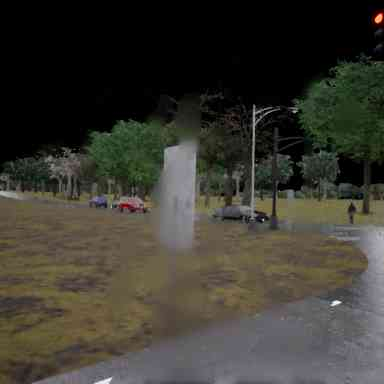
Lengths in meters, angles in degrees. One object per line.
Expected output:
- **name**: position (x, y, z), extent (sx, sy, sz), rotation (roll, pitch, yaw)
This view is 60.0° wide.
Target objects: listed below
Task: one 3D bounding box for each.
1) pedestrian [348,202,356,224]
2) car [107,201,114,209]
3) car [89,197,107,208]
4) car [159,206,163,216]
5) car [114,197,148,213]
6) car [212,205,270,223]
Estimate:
- **pedestrian**: position (13.340, 1.718, 27.808), extent (0.375, 1.860, 0.375), rotation (2, -1, -36)
- **car**: position (-12.294, 2.188, 56.734), extent (1.837, 1.490, 4.892), rotation (3, -2, -36)
- **car**: position (-18.384, 1.964, 65.213), extent (2.150, 2.045, 5.566), rotation (3, -2, -36)
- **car**: position (-1.863, 1.928, 35.889), extent (1.994, 1.385, 4.181), rotation (3, -2, -37)
- **car**: position (-7.953, 1.680, 44.416), extent (2.150, 2.045, 5.566), rotation (3, -2, -35)
- **car**: position (3.949, 1.794, 27.834), extent (2.033, 1.411, 5.357), rotation (3, -2, -36)
